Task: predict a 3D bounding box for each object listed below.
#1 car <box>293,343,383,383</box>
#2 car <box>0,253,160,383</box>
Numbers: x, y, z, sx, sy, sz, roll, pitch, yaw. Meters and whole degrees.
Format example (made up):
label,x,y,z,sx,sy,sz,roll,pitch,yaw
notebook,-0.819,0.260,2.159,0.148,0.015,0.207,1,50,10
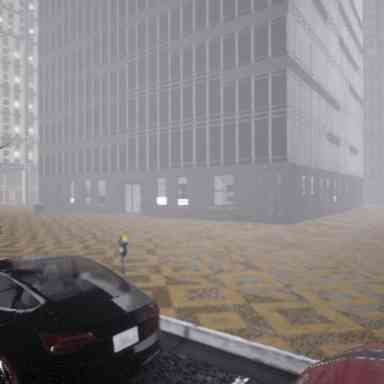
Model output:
label,x,y,z,sx,sy,sz,roll,pitch,yaw
car,2.287,1.446,1.398,4.097,1.590,1.967,0,0,36
car,-2.374,1.550,4.662,4.313,1.339,1.947,0,0,36
